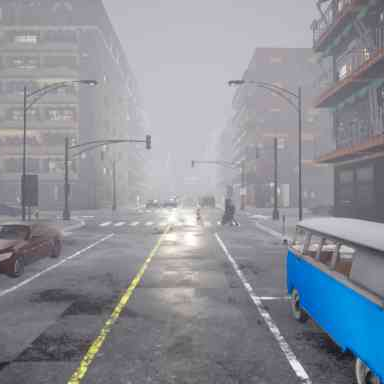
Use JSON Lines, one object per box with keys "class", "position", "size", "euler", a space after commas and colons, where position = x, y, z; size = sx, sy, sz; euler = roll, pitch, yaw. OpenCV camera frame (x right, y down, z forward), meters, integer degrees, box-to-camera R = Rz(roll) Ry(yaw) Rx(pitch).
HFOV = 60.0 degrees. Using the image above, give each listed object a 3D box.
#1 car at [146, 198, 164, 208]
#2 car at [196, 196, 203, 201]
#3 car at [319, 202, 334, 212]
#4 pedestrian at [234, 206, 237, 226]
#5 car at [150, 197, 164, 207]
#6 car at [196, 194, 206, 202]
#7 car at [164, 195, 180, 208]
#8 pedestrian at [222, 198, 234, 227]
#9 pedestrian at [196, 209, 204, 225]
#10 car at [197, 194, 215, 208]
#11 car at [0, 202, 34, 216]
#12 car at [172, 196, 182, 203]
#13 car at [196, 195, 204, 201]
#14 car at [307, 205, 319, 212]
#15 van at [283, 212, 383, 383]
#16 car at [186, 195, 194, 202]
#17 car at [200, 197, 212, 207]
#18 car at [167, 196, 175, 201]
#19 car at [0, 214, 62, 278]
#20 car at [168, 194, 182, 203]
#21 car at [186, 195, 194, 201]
{"class": "car", "position": [-5.581, 1.604, 48.217], "size": [1.947, 1.339, 4.313], "euler": [1, 0, 0]}
{"class": "car", "position": [2.033, 1.776, 92.791], "size": [1.802, 1.307, 4.206], "euler": [1, 0, 0]}
{"class": "car", "position": [13.581, 1.452, 28.094], "size": [4.403, 1.369, 2.008], "euler": [0, -1, 0]}
{"class": "pedestrian", "position": [2.545, 1.310, 21.933], "size": [0.375, 1.860, 0.375], "euler": [1, -1, 0]}
{"class": "car", "position": [-5.614, 1.610, 53.778], "size": [1.947, 1.339, 4.313], "euler": [1, 0, 0]}
{"class": "car", "position": [2.103, 1.444, 81.668], "size": [2.192, 1.841, 5.009], "euler": [1, 0, 0]}
{"class": "car", "position": [-3.126, 1.602, 48.464], "size": [1.994, 1.385, 4.181], "euler": [0, 0, -1]}
{"class": "pedestrian", "position": [2.275, 1.309, 21.218], "size": [0.375, 1.860, 0.375], "euler": [1, -1, 0]}
{"class": "pedestrian", "position": [0.488, 1.686, 22.513], "size": [0.500, 1.100, 0.500], "euler": [1, -1, 0]}
{"class": "car", "position": [2.303, 1.353, 48.310], "size": [2.192, 1.841, 5.009], "euler": [1, 0, 0]}
{"class": "car", "position": [-17.459, 1.591, 30.476], "size": [5.357, 1.411, 2.033], "euler": [0, -1, 3]}
{"class": "car", "position": [-3.166, 1.608, 71.072], "size": [1.812, 1.442, 4.674], "euler": [0, 0, 0]}
{"class": "car", "position": [2.068, 1.601, 87.231], "size": [1.967, 1.590, 4.097], "euler": [1, 0, 0]}
{"class": "car", "position": [14.160, 1.617, 33.510], "size": [4.718, 1.301, 1.895], "euler": [0, -1, -3]}
{"class": "van", "position": [2.527, 1.343, 4.598], "size": [1.690, 1.788, 3.998], "euler": [1, 0, 0]}
{"class": "car", "position": [-0.457, 1.658, 78.294], "size": [1.994, 1.385, 4.181], "euler": [0, 0, 0]}
{"class": "car", "position": [2.265, 1.570, 54.039], "size": [1.752, 1.417, 4.829], "euler": [1, 0, 0]}
{"class": "car", "position": [-5.844, 1.718, 92.541], "size": [1.752, 1.417, 4.829], "euler": [1, 0, 0]}
{"class": "car", "position": [-5.358, 1.588, 10.138], "size": [1.802, 1.307, 4.206], "euler": [1, 0, 0]}
{"class": "car", "position": [-3.168, 1.577, 58.353], "size": [1.812, 1.442, 4.674], "euler": [0, 0, 0]}
{"class": "car", "position": [-0.516, 1.538, 88.303], "size": [2.033, 1.411, 5.357], "euler": [0, 0, 0]}
